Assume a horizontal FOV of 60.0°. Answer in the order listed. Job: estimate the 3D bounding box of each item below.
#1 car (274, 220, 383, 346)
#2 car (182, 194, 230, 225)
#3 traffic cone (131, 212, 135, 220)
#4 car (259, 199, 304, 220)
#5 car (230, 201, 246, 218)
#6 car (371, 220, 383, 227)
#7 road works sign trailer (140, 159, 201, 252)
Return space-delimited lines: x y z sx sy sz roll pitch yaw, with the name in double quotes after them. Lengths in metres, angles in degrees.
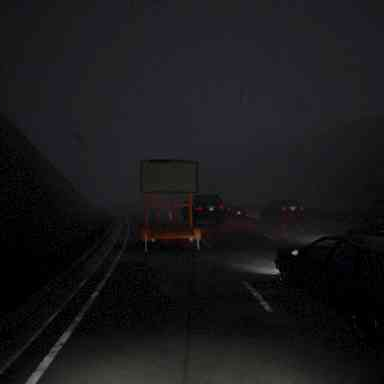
3.267 1.539 6.317 2.033 1.411 5.357 0 0 -5 "car"
0.695 1.189 24.210 2.150 2.045 5.566 0 0 -12 "car"
-4.695 1.920 26.554 0.340 0.580 0.340 0 0 -10 "traffic cone"
7.181 1.315 27.220 2.097 1.767 4.553 0 0 -12 "car"
3.205 1.487 28.927 1.812 1.442 4.674 0 0 -14 "car"
6.419 1.478 9.826 2.128 1.511 4.902 0 0 -5 "car"
-0.973 0.445 14.005 2.380 3.560 2.880 0 0 -10 "road works sign trailer"
